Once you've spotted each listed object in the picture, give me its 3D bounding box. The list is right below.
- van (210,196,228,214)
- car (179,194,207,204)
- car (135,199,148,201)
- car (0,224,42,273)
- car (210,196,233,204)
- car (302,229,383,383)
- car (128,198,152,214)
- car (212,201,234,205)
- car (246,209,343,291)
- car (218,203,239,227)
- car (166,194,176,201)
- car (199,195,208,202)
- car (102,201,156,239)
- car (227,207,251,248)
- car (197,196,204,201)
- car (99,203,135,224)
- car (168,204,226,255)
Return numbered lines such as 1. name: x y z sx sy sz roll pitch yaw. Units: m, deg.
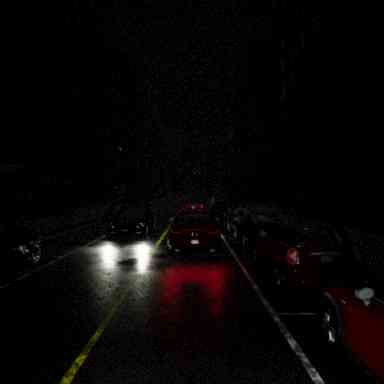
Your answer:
1. van: 2.889 1.380 36.625 1.690 1.788 3.998 0 0 0
2. car: 0.121 1.386 31.413 2.097 1.767 4.553 0 0 0
3. car: -5.642 1.599 31.102 1.947 1.339 4.313 0 0 0
4. car: -5.660 1.575 9.001 1.947 1.339 4.313 0 0 0
5. car: 2.884 1.348 31.102 2.192 1.841 5.009 0 0 0
6. car: 2.860 1.444 3.483 1.967 1.590 4.097 0 0 0
7. car: -5.637 1.479 36.627 1.967 1.590 4.097 0 0 0
8. car: 2.879 1.593 25.577 1.947 1.339 4.313 0 0 0
9. car: 2.865 1.450 9.007 1.967 1.590 4.097 0 0 0
10. car: 2.875 1.572 20.054 2.008 1.369 4.403 0 0 0
11. car: -6.122 1.577 91.651 1.967 1.590 4.097 0 0 -1
12. car: 2.640 1.553 80.515 1.967 1.590 4.097 0 0 -1
13. car: -3.087 1.497 17.814 1.882 1.535 5.008 0 0 0
14. car: 2.870 1.566 14.530 2.008 1.369 4.403 0 0 0
15. car: 2.402 1.719 91.822 1.802 1.307 4.206 0 0 -1
16. car: -5.647 1.609 25.577 1.802 1.307 4.206 0 0 0
17. car: 0.099 1.492 13.445 1.882 1.535 5.008 0 0 0
